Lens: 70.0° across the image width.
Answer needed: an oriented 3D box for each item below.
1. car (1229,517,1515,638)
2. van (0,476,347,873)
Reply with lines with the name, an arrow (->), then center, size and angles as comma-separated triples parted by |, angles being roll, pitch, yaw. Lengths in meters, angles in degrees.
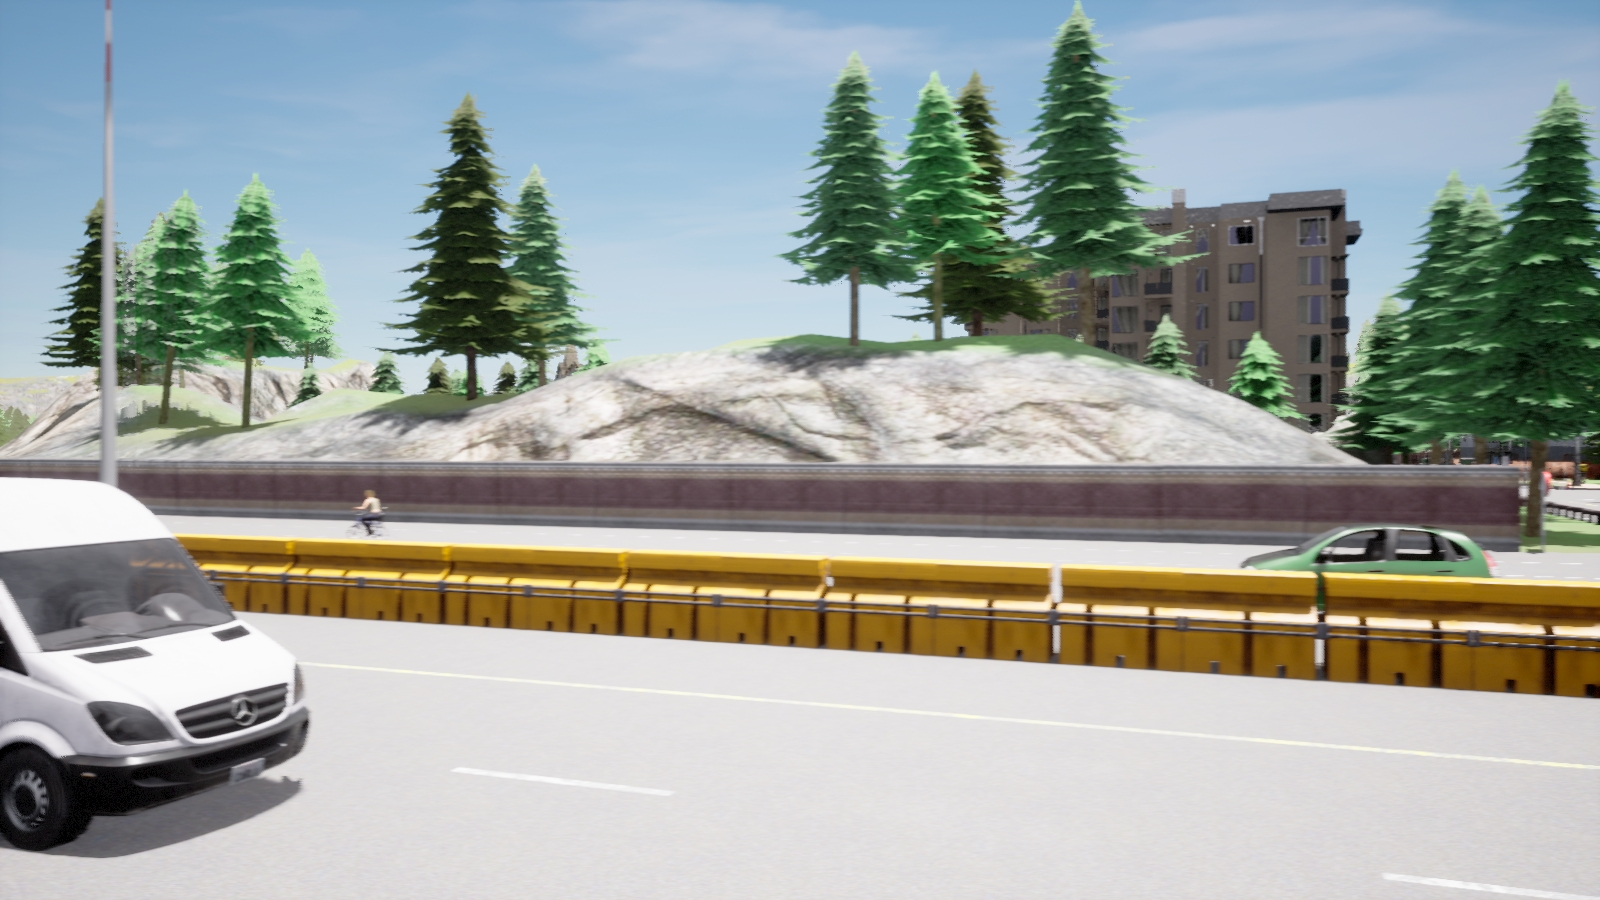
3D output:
car -> 9.131, 1.999, 18.622 | 3.988, 1.617, 1.851 | 0, 0, 20
van -> -6.876, 1.528, 9.518 | 5.915, 2.561, 1.988 | 0, 0, 20
